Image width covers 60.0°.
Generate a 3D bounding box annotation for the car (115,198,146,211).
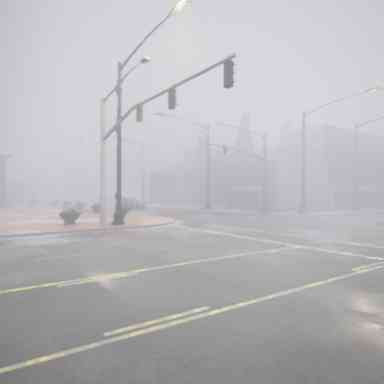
[{"bbox_3d":[-7.377,1.398,39.179,2.033,1.411,5.357,0,0,-35],"label":"car"}]
